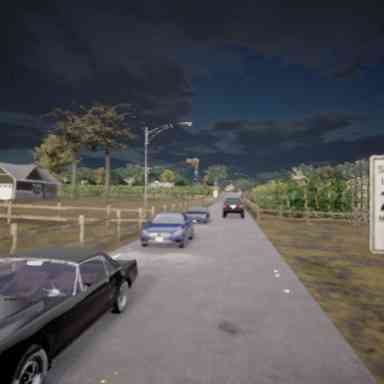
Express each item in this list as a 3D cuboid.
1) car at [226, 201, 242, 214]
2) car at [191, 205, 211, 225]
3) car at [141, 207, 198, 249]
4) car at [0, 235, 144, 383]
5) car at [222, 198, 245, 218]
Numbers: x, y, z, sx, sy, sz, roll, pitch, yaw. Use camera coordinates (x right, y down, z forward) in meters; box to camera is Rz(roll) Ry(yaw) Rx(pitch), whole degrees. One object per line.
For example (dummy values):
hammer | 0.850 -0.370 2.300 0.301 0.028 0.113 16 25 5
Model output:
car | 5.649 2.047 45.128 2.033 1.411 5.357 1 0 7
car | 0.509 1.821 27.383 2.033 1.411 5.357 1 -1 7
car | -1.006 1.669 15.663 1.812 1.442 4.674 1 0 8
car | -2.357 1.623 5.114 1.895 1.301 4.718 1 -1 7
car | 4.387 1.616 34.900 2.150 2.045 5.566 1 -1 8
